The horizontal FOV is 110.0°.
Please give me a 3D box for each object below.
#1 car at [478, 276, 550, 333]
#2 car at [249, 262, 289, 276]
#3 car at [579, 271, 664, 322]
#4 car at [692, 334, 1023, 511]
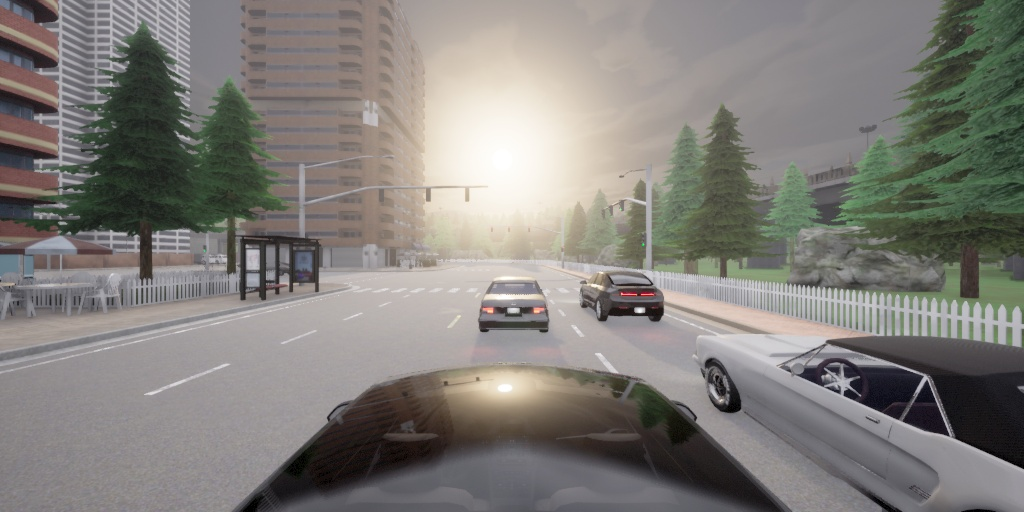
[{"bbox_3d":[0.078,1.297,10.764,2.033,1.411,5.357,0,0,1],"label":"car"},{"bbox_3d":[-25.117,1.331,37.742,4.674,1.442,1.812,0,0,0],"label":"car"},{"bbox_3d":[3.565,1.255,12.353,1.837,1.490,4.892,0,0,1],"label":"car"},{"bbox_3d":[3.513,1.351,3.090,1.895,1.301,4.718,0,0,1],"label":"car"}]
